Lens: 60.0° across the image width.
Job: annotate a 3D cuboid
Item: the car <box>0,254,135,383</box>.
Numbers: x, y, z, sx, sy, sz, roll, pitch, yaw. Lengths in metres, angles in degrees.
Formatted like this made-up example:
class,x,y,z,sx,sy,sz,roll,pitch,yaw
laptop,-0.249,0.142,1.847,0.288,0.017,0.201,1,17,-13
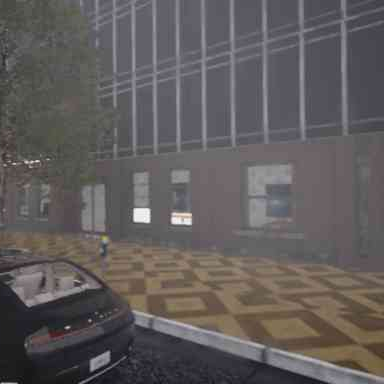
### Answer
class,x,y,z,sx,sy,sz,roll,pitch,yaw
car,-2.772,1.594,4.821,4.403,1.369,2.008,-1,0,35
